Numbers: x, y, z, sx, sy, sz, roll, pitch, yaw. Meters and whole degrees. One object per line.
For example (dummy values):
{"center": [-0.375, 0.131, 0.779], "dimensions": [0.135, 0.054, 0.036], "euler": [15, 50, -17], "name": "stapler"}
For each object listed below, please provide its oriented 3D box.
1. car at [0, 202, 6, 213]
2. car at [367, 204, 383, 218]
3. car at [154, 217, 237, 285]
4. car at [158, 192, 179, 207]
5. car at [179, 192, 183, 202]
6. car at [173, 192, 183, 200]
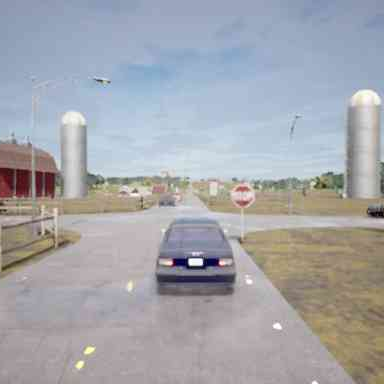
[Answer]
{"center": [-16.463, 1.142, 24.660], "dimensions": [4.892, 1.490, 1.837], "euler": [0, 1, 1], "name": "car"}
{"center": [15.629, 1.226, 24.624], "dimensions": [5.008, 1.535, 1.882], "euler": [0, 2, 0], "name": "car"}
{"center": [0.075, 1.406, 9.137], "dimensions": [2.033, 1.411, 5.357], "euler": [0, 1, 0], "name": "car"}
{"center": [-2.945, 1.027, 40.142], "dimensions": [1.837, 1.490, 4.892], "euler": [0, 1, 0], "name": "car"}
{"center": [-2.953, 0.743, 55.614], "dimensions": [2.097, 1.767, 4.553], "euler": [0, 0, 0], "name": "car"}
{"center": [-2.936, 0.817, 70.517], "dimensions": [1.882, 1.535, 5.008], "euler": [0, 0, 0], "name": "car"}
